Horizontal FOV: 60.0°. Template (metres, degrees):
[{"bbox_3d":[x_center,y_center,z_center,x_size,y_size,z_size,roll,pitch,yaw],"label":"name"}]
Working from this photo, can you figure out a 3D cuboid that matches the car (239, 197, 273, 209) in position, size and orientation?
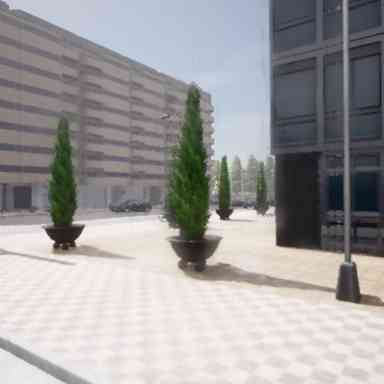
[{"bbox_3d":[9.001,1.431,46.335,2.097,1.767,4.553,0,0,38],"label":"car"}]

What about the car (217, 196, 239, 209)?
[{"bbox_3d":[6.266,1.594,48.518,2.128,1.511,4.902,0,0,36],"label":"car"}]

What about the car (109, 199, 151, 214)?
[{"bbox_3d":[-6.669,1.605,36.932,1.882,1.535,5.008,0,0,36],"label":"car"}]

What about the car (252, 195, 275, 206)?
[{"bbox_3d":[12.182,1.455,56.729,2.097,1.767,4.553,0,0,36],"label":"car"}]

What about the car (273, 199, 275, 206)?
[{"bbox_3d":[14.820,1.584,54.414,1.837,1.490,4.892,0,0,36],"label":"car"}]

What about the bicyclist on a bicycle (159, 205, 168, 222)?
[{"bbox_3d":[-1.695,1.347,23.391,1.656,1.620,0.582,-1,0,36],"label":"bicyclist on a bicycle"}]

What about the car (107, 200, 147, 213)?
[{"bbox_3d":[-7.954,1.752,41.114,1.895,1.301,4.718,0,0,36],"label":"car"}]
